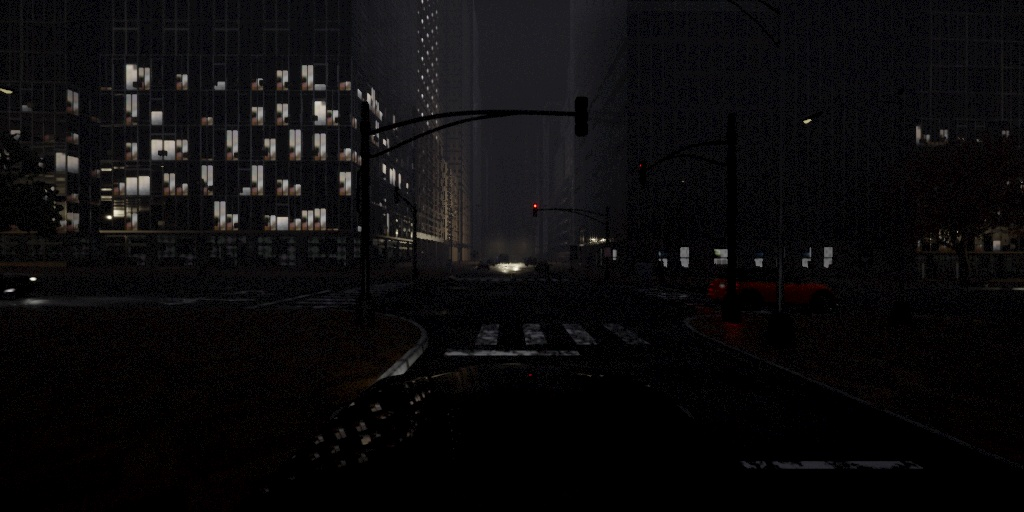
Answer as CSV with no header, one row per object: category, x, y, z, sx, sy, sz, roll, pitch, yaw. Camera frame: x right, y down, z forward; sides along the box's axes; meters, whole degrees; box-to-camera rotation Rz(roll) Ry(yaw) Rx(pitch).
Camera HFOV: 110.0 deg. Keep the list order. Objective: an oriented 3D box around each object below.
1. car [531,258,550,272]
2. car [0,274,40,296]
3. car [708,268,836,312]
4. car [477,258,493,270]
car,3.878,1.323,46.557,1.948,1.339,4.313,0,0,0
car,-21.604,0.980,13.775,4.718,1.301,1.895,1,0,-3
car,11.032,1.326,15.326,4.553,1.767,2.097,1,0,-3
car,-4.081,1.336,52.041,1.802,1.307,4.207,0,0,0
